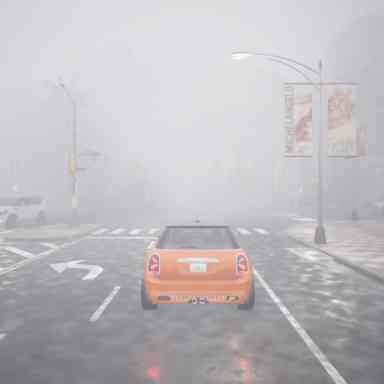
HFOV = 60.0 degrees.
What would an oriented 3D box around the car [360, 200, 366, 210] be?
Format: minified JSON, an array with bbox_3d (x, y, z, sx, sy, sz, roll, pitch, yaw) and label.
[{"bbox_3d":[23.206,1.221,39.772,5.566,2.045,2.150,0,0,1],"label":"car"}]

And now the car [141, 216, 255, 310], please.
[{"bbox_3d":[0.112,1.352,7.994,2.097,1.767,4.553,0,0,0],"label":"car"}]

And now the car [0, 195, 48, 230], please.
[{"bbox_3d":[-11.547,1.221,21.519,2.150,2.045,5.566,-1,0,5],"label":"car"}]

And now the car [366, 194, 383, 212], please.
[{"bbox_3d":[22.079,1.352,36.276,4.553,1.767,2.097,0,0,1],"label":"car"}]
